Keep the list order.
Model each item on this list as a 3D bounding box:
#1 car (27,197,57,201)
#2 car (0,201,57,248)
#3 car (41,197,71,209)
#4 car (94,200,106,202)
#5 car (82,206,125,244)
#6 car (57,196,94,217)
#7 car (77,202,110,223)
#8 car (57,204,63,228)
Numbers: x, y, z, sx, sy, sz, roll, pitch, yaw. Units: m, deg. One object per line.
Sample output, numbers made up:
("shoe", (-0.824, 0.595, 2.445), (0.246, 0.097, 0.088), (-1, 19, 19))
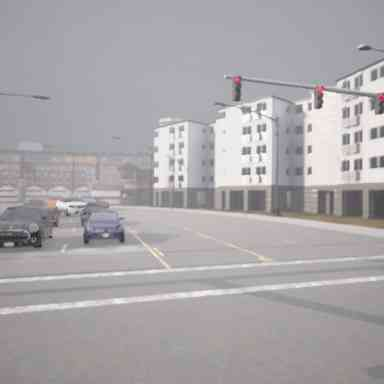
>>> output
("car", (-15.118, 1.525, 32.363), (2.097, 1.767, 4.553), (1, -1, -37))
("car", (-7.579, 1.440, 14.900), (2.097, 1.767, 4.553), (1, -1, -15))
("car", (-21.537, 1.644, 52.655), (4.553, 1.767, 2.097), (0, -1, 29))
("car", (-13.388, 1.802, 46.452), (4.902, 1.511, 2.128), (0, -1, 42))
("car", (-4.509, 1.658, 16.892), (1.812, 1.442, 4.674), (1, -1, -18))
("car", (-12.484, 1.437, 34.756), (2.150, 2.045, 5.566), (1, 0, -36))
("car", (-7.321, 1.743, 25.132), (1.994, 1.385, 4.181), (1, -1, -21))
("car", (-10.342, 1.739, 23.449), (1.895, 1.301, 4.718), (1, -1, -21))
